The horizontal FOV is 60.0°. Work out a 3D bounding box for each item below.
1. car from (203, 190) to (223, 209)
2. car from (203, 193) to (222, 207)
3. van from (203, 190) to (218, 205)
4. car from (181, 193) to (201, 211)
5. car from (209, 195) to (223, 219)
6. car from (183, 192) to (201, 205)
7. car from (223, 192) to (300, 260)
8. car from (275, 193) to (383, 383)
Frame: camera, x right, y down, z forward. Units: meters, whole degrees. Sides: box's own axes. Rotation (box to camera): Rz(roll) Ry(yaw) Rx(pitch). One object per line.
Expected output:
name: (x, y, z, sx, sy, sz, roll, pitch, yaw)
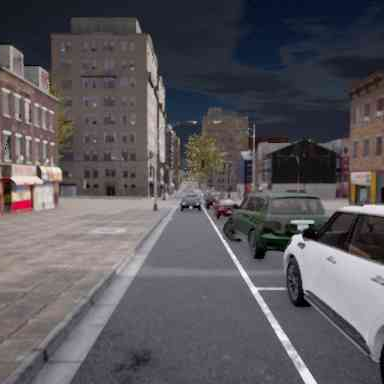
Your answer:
car: (2.414, 0.763, 34.711, 2.192, 1.841, 5.009, -2, 1, 0)
car: (2.393, 0.931, 39.699, 2.008, 1.369, 4.403, -2, 1, 0)
van: (2.368, 0.678, 43.016, 1.690, 1.788, 3.998, -2, 1, 0)
car: (-0.100, 1.079, 32.410, 1.895, 1.301, 4.718, 0, 1, 0)
car: (2.481, 1.143, 24.135, 1.887, 1.381, 4.507, -2, 1, 0)
car: (-0.120, 0.822, 43.361, 2.128, 1.511, 4.902, 0, 1, -3)
car: (2.789, 1.016, 11.758, 2.150, 2.045, 5.566, 0, 1, -5)
car: (2.957, 1.146, 4.488, 2.150, 2.045, 5.566, 0, 1, 0)
